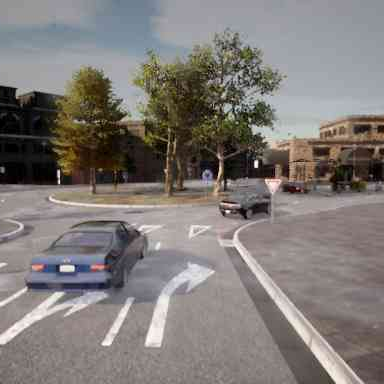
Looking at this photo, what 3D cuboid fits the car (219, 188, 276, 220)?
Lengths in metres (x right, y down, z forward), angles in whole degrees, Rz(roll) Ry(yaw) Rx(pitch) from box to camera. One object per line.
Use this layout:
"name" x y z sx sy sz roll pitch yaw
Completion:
"car" 3.719 0.832 22.001 2.128 1.511 4.902 4 6 40

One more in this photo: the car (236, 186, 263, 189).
"car" 5.123 0.241 27.538 2.097 1.767 4.553 4 6 43

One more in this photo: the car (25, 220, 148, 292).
"car" -2.424 1.481 9.005 2.033 1.411 5.357 0 1 0

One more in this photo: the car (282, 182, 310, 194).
"car" 12.498 -0.548 40.315 1.895 1.301 4.718 0 5 -4
